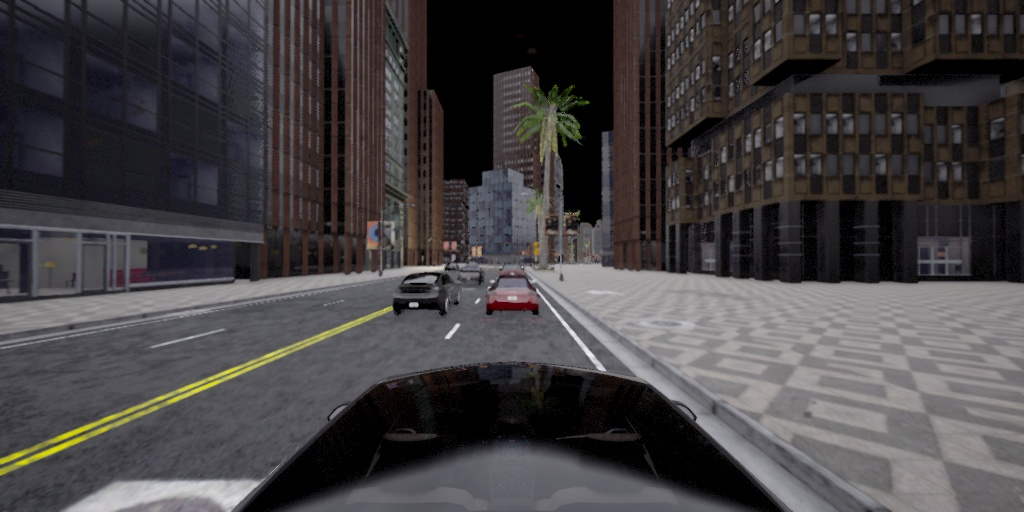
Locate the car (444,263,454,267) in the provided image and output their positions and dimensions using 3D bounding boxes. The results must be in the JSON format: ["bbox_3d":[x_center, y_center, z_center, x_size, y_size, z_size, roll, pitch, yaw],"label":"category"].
[{"bbox_3d":[-9.830,1.827,58.592,1.837,1.490,4.892,0,-1,0],"label":"car"}]

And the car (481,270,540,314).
[{"bbox_3d":[0.039,1.437,14.387,1.994,1.385,4.181,0,0,1],"label":"car"}]

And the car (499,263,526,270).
[{"bbox_3d":[0.031,1.368,29.148,2.097,1.767,4.553,0,-1,1],"label":"car"}]

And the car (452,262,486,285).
[{"bbox_3d":[-3.220,1.509,29.225,2.128,1.511,4.902,0,-1,1],"label":"car"}]

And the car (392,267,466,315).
[{"bbox_3d":[-3.213,1.377,14.240,1.837,1.490,4.892,0,0,1],"label":"car"}]
